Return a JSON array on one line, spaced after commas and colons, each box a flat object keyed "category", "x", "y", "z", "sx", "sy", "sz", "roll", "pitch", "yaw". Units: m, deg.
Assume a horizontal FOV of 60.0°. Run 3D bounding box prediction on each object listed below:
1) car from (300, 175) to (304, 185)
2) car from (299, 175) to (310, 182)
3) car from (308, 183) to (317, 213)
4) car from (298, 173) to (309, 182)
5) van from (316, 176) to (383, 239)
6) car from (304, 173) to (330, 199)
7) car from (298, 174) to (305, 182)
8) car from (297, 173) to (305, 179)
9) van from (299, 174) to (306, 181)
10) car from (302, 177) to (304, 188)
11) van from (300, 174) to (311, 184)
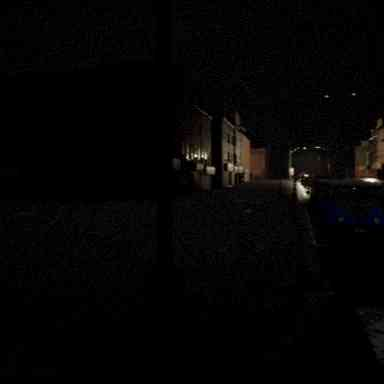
[{"category": "car", "x": 14.189, "y": -1.008, "z": 39.712, "sx": 1.802, "sy": 1.307, "sz": 4.206, "roll": 2, "pitch": 4, "yaw": 17}, {"category": "car", "x": 23.577, "y": -2.778, "z": 69.982, "sx": 2.008, "sy": 1.369, "sz": 4.403, "roll": 1, "pitch": 4, "yaw": 17}, {"category": "car", "x": 6.458, "y": 0.491, "z": 14.779, "sx": 2.008, "sy": 1.369, "sz": 4.403, "roll": 2, "pitch": 4, "yaw": 17}, {"category": "car", "x": 25.143, "y": -3.292, "z": 75.014, "sx": 2.192, "sy": 1.841, "sz": 5.009, "roll": 1, "pitch": 3, "yaw": 17}, {"category": "van", "x": 5.479, "y": 0.480, "z": 11.600, "sx": 1.690, "sy": 1.788, "sz": 3.998, "roll": 2, "pitch": 4, "yaw": 17}, {"category": "car", "x": 7.935, "y": -0.043, "z": 19.517, "sx": 2.192, "sy": 1.841, "sz": 5.009, "roll": 2, "pitch": 4, "yaw": 17}, {"category": "car", "x": 17.319, "y": -1.639, "z": 49.800, "sx": 1.887, "sy": 1.381, "sz": 4.507, "roll": 2, "pitch": 4, "yaw": 17}, {"category": "car", "x": 18.884, "y": -2.035, "z": 54.838, "sx": 1.967, "sy": 1.590, "sz": 4.097, "roll": 2, "pitch": 4, "yaw": 17}, {"category": "van", "x": 28.272, "y": -3.809, "z": 85.109, "sx": 1.690, "sy": 1.788, "sz": 3.998, "roll": 1, "pitch": 3, "yaw": 17}, {"category": "car", "x": 11.061, "y": -0.437, "z": 29.620, "sx": 1.887, "sy": 1.381, "sz": 4.507, "roll": 2, "pitch": 4, "yaw": 17}, {"category": "van", "x": 20.449, "y": -2.422, "z": 59.878, "sx": 1.690, "sy": 1.788, "sz": 3.998, "roll": 1, "pitch": 4, "yaw": 17}]
